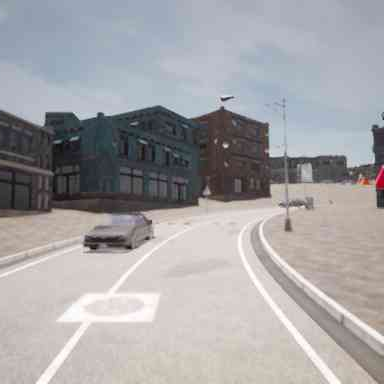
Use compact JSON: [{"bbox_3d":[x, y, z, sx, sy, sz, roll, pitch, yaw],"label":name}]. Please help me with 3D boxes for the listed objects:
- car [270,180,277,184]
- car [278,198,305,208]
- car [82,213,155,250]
[{"bbox_3d":[21.275,-2.386,90.929,4.553,1.767,2.185,-1,-5,-2],"label":"car"},{"bbox_3d":[15.690,1.686,52.271,5.357,1.411,2.033,-1,-3,-43],"label":"car"},{"bbox_3d":[-3.082,1.690,15.245,2.033,1.411,5.357,-1,-1,6],"label":"car"}]
